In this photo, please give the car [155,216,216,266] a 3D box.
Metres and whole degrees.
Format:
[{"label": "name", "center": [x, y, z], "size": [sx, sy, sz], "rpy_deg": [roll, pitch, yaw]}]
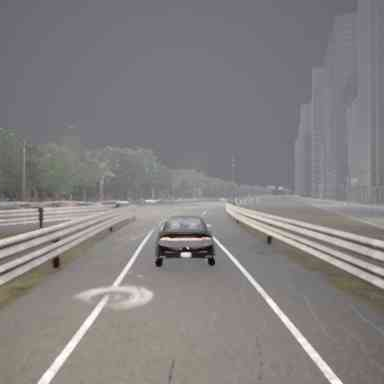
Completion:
[{"label": "car", "center": [-0.269, 1.594, 11.930], "size": [2.128, 1.511, 4.902], "rpy_deg": [0, 0, -2]}]
